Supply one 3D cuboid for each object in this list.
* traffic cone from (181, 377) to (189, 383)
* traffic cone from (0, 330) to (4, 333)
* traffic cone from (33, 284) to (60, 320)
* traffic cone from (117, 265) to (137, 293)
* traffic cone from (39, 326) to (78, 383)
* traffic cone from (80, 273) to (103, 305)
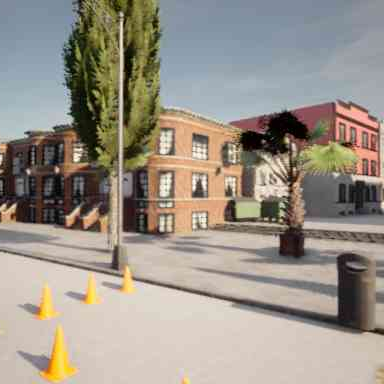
[{"bbox_3d":[-0.064,1.985,3.024,0.340,0.580,0.340,0,-1,36],"label":"traffic cone"},{"bbox_3d":[-3.296,1.994,5.381,0.340,0.580,0.340,0,-1,36],"label":"traffic cone"},{"bbox_3d":[-2.707,2.004,6.189,0.340,0.580,0.340,0,-1,36],"label":"traffic cone"},{"bbox_3d":[-1.529,2.022,7.805,0.340,0.580,0.340,0,-1,36],"label":"traffic cone"},{"bbox_3d":[-1.680,1.990,4.203,0.340,0.580,0.340,0,-1,36],"label":"traffic cone"},{"bbox_3d":[-2.118,2.013,6.997,0.340,0.580,0.340,0,-1,36],"label":"traffic cone"}]
